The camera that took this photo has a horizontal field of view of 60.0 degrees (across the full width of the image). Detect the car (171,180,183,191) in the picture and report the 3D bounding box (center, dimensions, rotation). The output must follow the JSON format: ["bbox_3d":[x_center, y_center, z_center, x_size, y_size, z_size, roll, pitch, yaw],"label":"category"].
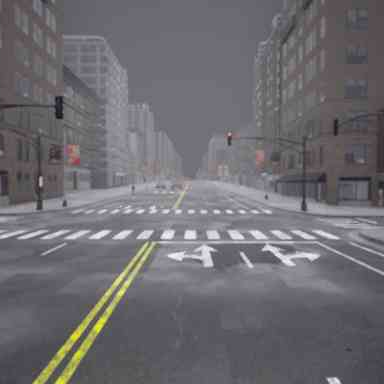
[{"bbox_3d":[-3.140,-1.535,68.869,2.150,2.045,5.566,0,3,0],"label":"car"}]

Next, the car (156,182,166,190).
[{"bbox_3d":[-6.390,-1.348,68.914,1.882,1.535,5.008,0,3,0],"label":"car"}]

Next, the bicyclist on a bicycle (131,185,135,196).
[{"bbox_3d":[-8.671,-0.228,48.883,0.659,1.776,1.843,0,2,0],"label":"bicyclist on a bicycle"}]
